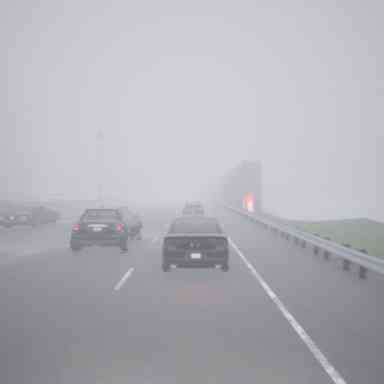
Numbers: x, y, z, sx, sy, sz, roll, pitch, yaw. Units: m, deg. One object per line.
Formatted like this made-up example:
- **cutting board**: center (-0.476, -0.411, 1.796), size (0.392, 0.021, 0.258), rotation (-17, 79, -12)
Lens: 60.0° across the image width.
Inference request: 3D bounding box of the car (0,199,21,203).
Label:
- **car**: center (-21.092, 1.524, 36.365), size (1.812, 1.442, 4.674), rotation (0, 0, 0)

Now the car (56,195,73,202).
- **car**: center (-30.844, 1.522, 80.331), size (2.128, 1.511, 4.902), rotation (0, 0, 1)

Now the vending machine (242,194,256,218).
- **vending machine**: center (4.999, 1.195, 29.242), size (1.100, 2.100, 0.880), rotation (0, 0, 0)

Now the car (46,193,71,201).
- **car**: center (-24.316, 1.219, 60.103), size (2.150, 2.045, 5.566), rotation (0, 0, 2)

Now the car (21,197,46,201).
- **car**: center (-27.871, 1.545, 57.287), size (2.033, 1.411, 5.357), rotation (0, 0, 1)

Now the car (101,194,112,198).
- **car**: center (-20.373, 1.344, 78.670), size (2.097, 1.767, 4.553), rotation (0, 0, 1)

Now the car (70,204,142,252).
- **car**: center (-3.400, 1.352, 14.038), size (2.097, 1.767, 4.553), rotation (0, 0, 0)

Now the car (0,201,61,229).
- **car**: center (-10.400, 1.547, 21.733), size (2.033, 1.411, 5.357), rotation (0, 0, 0)

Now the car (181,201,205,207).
- **car**: center (0.099, 1.491, 29.150), size (2.128, 1.511, 4.902), rotation (0, 0, 0)

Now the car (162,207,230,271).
- **car**: center (0.100, 1.477, 10.961), size (1.882, 1.535, 5.008), rotation (0, 0, 0)
